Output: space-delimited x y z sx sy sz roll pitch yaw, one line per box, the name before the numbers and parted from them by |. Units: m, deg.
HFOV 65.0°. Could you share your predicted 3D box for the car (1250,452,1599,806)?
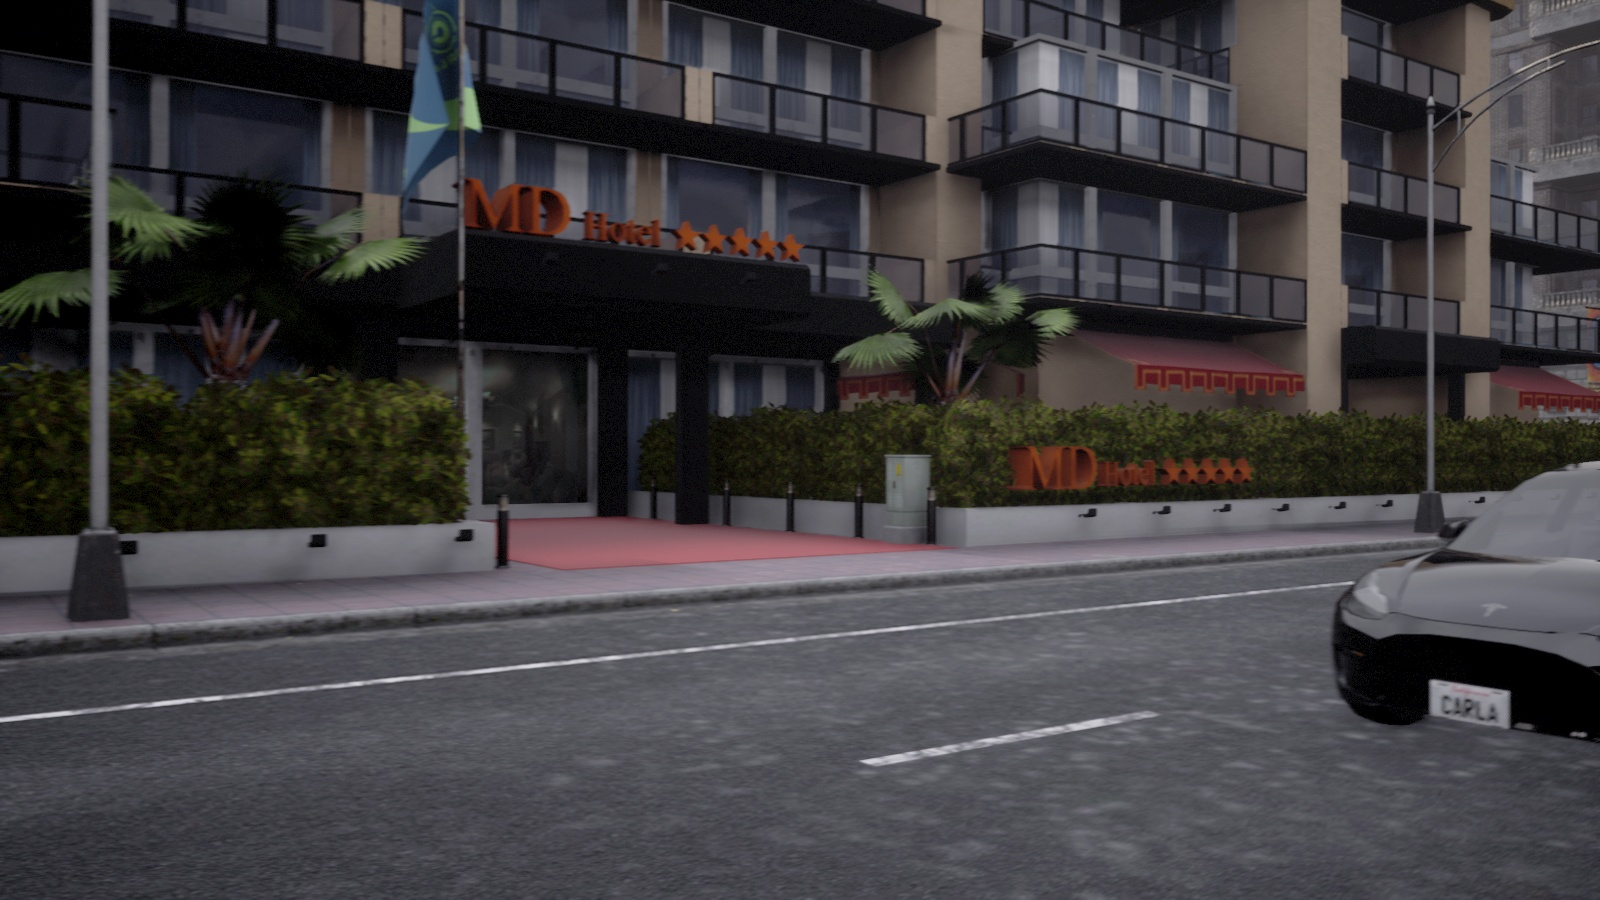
car | 4.969 0.752 7.138 4.792 1.488 2.163 0 0 -35
